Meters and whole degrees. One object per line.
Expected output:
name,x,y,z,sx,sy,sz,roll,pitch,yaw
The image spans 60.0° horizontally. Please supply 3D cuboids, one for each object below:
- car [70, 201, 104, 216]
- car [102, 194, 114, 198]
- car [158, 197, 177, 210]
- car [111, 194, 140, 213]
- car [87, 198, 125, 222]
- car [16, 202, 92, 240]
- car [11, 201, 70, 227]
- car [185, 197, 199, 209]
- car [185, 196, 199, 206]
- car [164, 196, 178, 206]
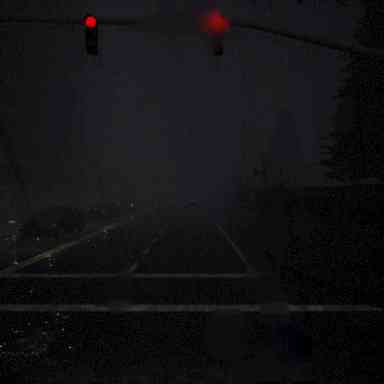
car,-10.579,1.623,33.816,1.895,1.301,4.718,0,0,0
car,-10.532,1.251,44.284,2.150,2.045,5.566,0,0,0
car,-3.407,1.507,43.974,1.882,1.535,5.008,0,0,0
car,-7.067,1.377,36.825,2.097,1.767,4.553,0,0,0
car,-7.085,1.496,26.789,1.882,1.535,5.008,0,0,0
car,-7.086,1.489,17.357,1.882,1.535,5.008,0,0,0
car,-10.590,1.493,23.738,1.882,1.535,5.008,0,0,0
car,-0.006,1.632,46.553,1.895,1.301,4.718,0,0,0
car,-0.008,1.529,55.590,2.128,1.511,4.902,0,0,0
car,-3.508,1.529,55.635,2.128,1.511,4.902,0,0,-6
